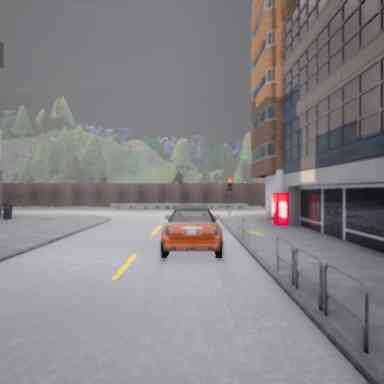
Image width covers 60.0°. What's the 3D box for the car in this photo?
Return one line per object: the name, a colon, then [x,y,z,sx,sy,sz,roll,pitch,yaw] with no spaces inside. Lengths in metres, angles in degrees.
car: [0.005,1.296,12.844,2.097,1.767,4.553,0,0,0]
